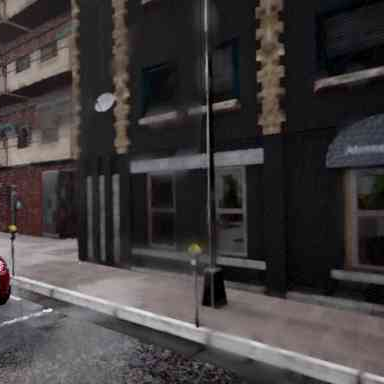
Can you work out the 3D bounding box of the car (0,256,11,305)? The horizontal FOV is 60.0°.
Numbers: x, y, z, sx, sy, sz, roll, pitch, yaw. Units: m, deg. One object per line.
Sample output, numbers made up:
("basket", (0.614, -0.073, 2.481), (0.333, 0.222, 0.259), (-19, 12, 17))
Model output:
("car", (-5.541, 1.461, 6.801), (4.097, 1.590, 1.967), (0, -1, 35))
